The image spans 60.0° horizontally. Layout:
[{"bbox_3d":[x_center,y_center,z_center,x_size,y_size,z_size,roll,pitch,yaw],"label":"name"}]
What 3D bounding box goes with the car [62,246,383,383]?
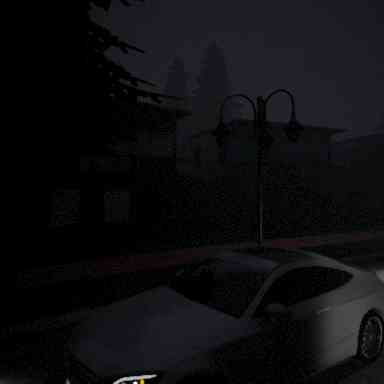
[{"bbox_3d":[0.798,1.524,4.371,4.674,1.442,1.812,0,0,-34],"label":"car"}]
